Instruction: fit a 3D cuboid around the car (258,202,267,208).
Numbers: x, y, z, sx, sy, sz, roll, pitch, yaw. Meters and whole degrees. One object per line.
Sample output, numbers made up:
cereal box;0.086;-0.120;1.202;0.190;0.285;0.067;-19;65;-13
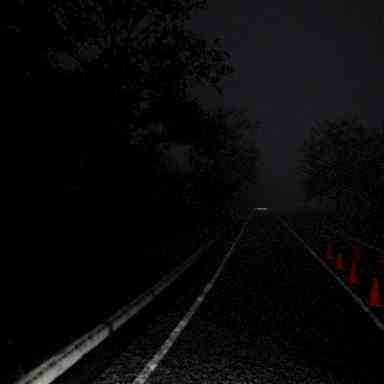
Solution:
car;17.024;3.075;79.742;2.128;1.511;4.902;3;-1;13

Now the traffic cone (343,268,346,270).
traffic cone;4.583;2.282;9.421;0.340;0.580;0.340;3;-1;13

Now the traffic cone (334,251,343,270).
traffic cone;5.046;2.323;11.366;0.340;0.580;0.340;3;-1;13
